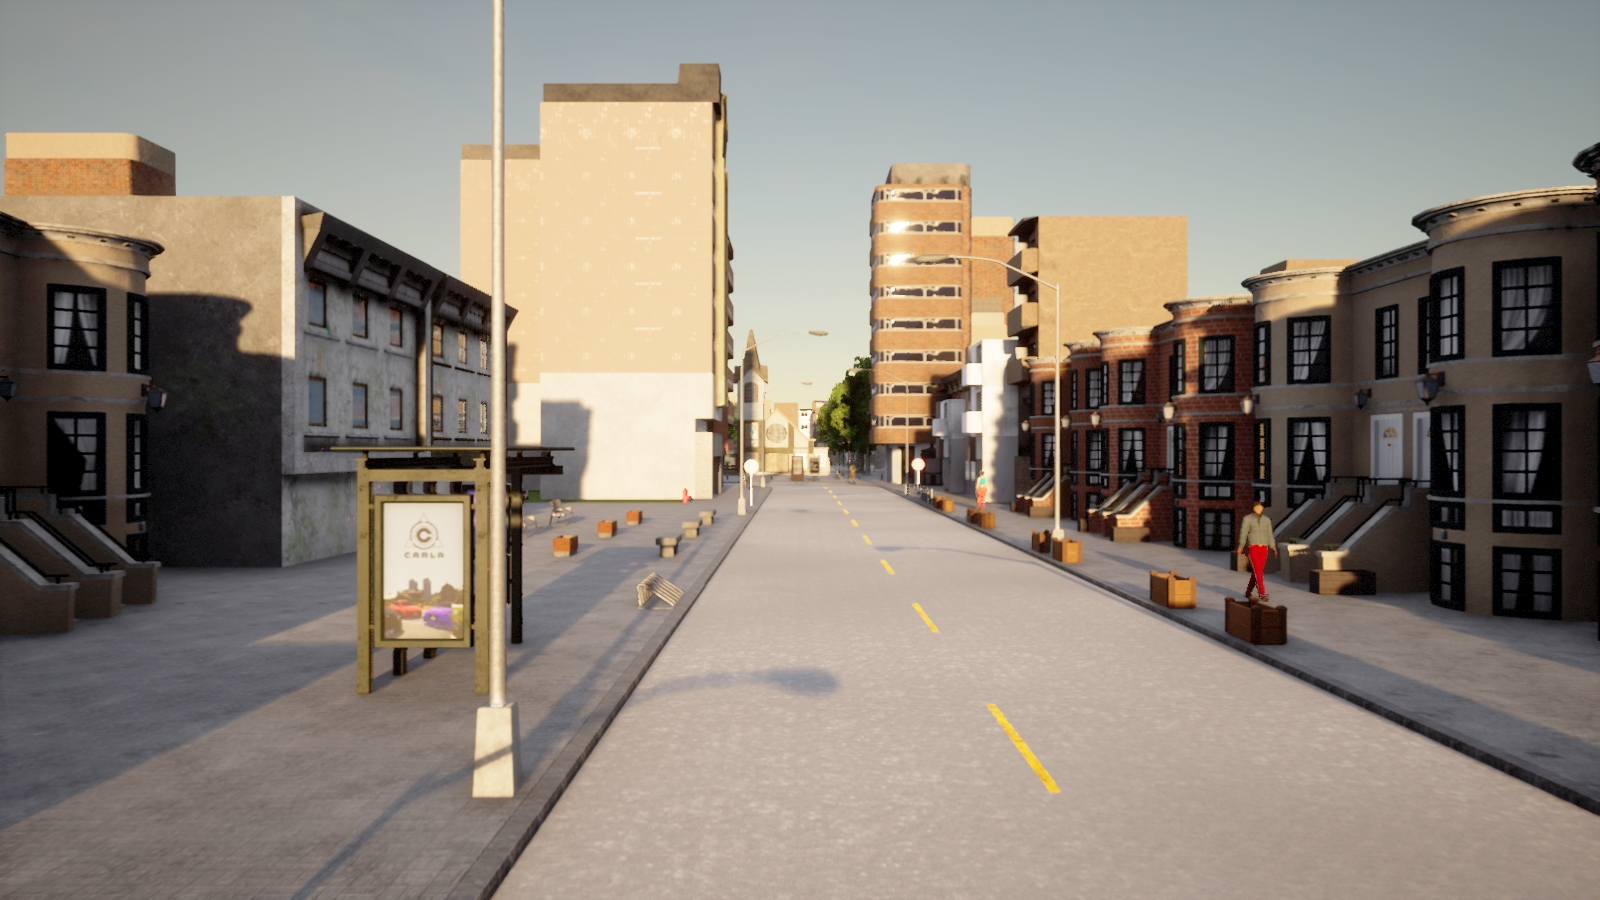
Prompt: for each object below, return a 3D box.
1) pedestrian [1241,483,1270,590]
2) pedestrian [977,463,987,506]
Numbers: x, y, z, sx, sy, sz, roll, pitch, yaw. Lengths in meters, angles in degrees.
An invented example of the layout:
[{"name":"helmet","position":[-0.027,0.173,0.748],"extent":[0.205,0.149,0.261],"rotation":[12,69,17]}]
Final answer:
[{"name":"pedestrian","position":[8.049,1.525,20.191],"extent":[0.375,1.860,0.375],"rotation":[0,0,0]},{"name":"pedestrian","position":[8.078,1.525,50.725],"extent":[0.375,1.860,0.375],"rotation":[0,0,-3]}]
